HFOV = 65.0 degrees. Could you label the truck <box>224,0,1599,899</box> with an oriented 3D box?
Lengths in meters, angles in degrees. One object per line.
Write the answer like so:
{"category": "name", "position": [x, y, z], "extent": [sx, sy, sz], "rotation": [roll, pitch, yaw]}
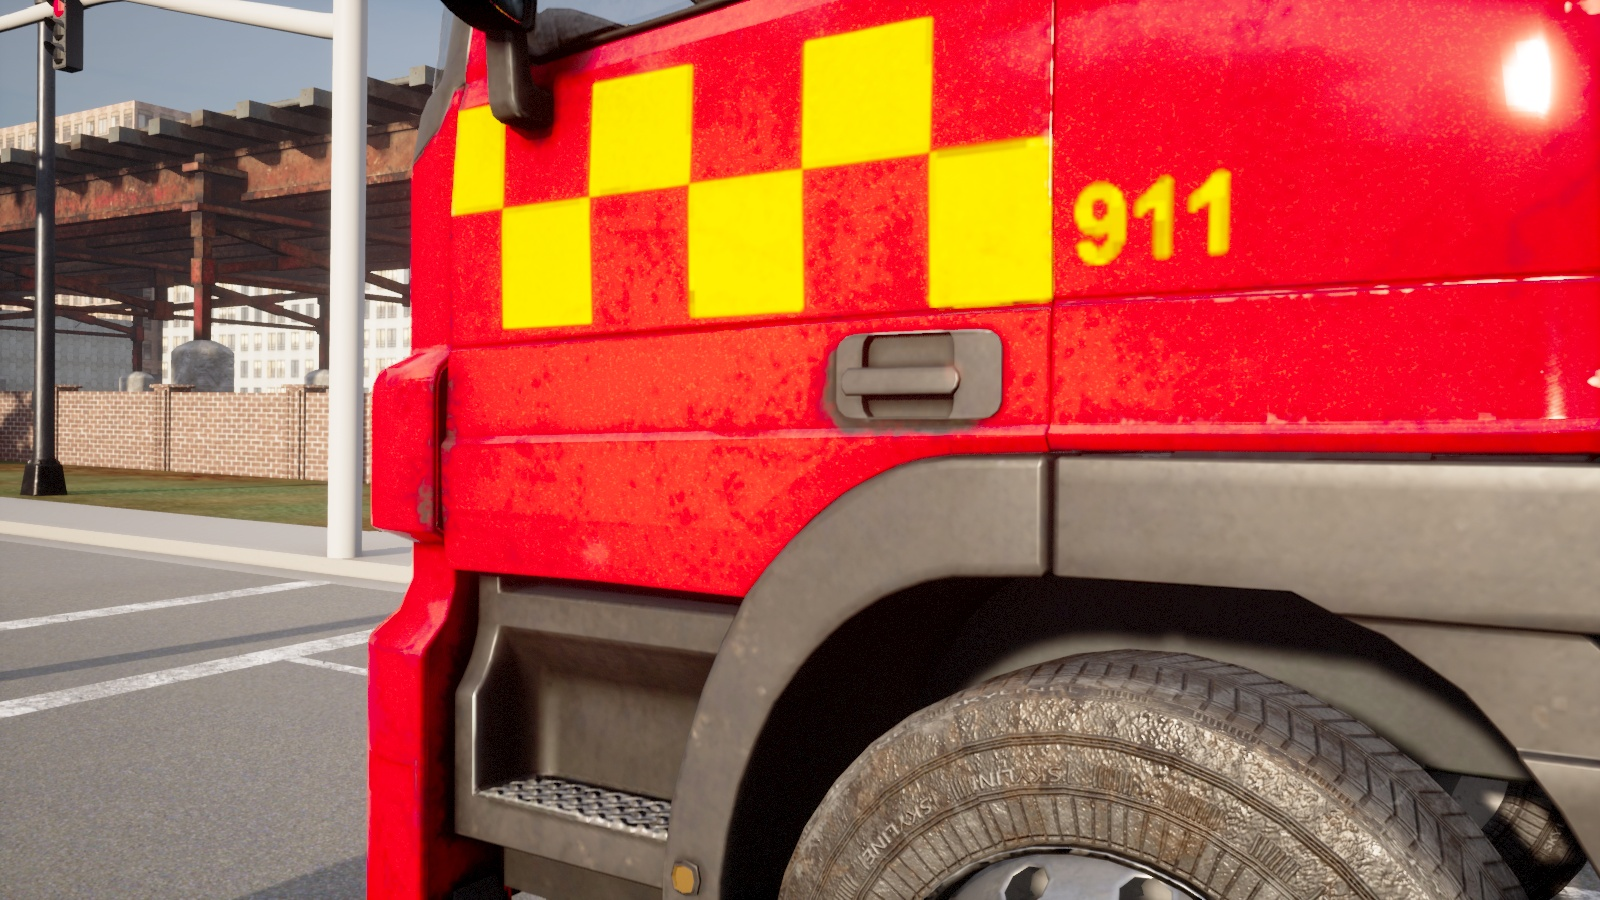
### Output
{"category": "truck", "position": [3.107, -0.483, 1.535], "extent": [8.468, 3.827, 2.891], "rotation": [0, 1, 34]}
